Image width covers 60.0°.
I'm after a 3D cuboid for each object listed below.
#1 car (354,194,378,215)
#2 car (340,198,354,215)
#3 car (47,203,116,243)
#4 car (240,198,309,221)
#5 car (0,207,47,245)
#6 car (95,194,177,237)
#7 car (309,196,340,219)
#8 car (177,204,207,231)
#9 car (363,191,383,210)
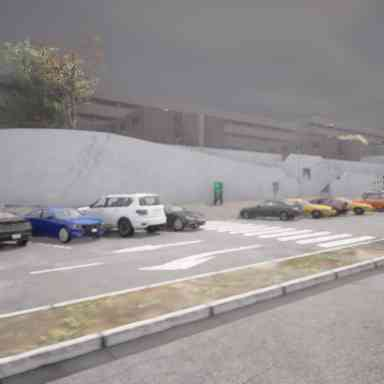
[{"bbox_3d":[13.216,1.180,29.687,5.366,1.575,1.946,-1,-1,34],"label":"car"},{"bbox_3d":[10.615,1.240,28.061,4.792,1.488,2.163,-1,0,34],"label":"car"},{"bbox_3d":[-6.302,1.439,15.858,5.008,1.535,2.097,-1,0,34],"label":"car"},{"bbox_3d":[5.801,1.304,24.559,4.674,1.452,2.002,-1,0,34],"label":"car"},{"bbox_3d":[-8.717,1.482,14.104,4.892,1.521,2.231,-1,0,34],"label":"car"},{"bbox_3d":[-3.913,1.148,17.607,5.566,2.045,2.435,-1,0,34],"label":"car"},{"bbox_3d":[8.374,1.229,26.202,5.366,1.575,1.946,-1,-1,34],"label":"car"},{"bbox_3d":[-1.463,1.363,19.347,4.892,1.521,2.231,-1,-1,34],"label":"car"},{"bbox_3d":[17.926,1.005,33.258,4.553,1.767,2.185,-1,0,34],"label":"car"}]
